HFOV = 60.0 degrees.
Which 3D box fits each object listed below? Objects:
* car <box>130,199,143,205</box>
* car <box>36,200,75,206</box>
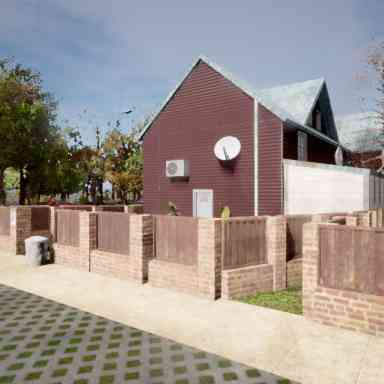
[{"bbox_3d":[-5.906,1.611,43.076,2.128,1.511,4.902,0,0,36],"label":"car"},{"bbox_3d":[-13.717,1.554,32.159,1.882,1.535,5.008,0,0,35],"label":"car"}]
